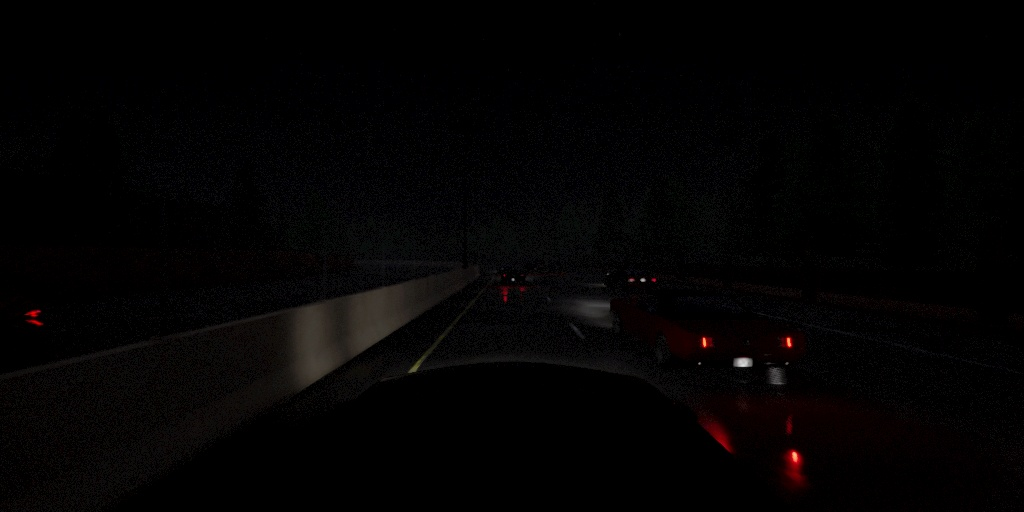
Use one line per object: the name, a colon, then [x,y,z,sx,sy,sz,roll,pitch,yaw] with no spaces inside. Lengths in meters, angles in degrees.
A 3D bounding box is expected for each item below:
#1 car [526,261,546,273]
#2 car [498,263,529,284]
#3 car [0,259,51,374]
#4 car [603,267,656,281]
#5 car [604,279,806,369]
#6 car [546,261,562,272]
car: [2.505,1.387,45.651,1.882,1.535,5.008,0,0,-7]
car: [0.096,1.447,28.125,1.895,1.301,4.718,0,0,0]
car: [-7.094,0.974,2.261,2.150,2.045,5.566,0,0,0]
car: [7.101,1.371,21.943,2.033,1.411,5.357,0,0,0]
car: [3.600,1.373,7.802,1.895,1.301,4.718,0,0,0]
car: [5.436,1.415,49.458,2.128,1.511,4.902,0,0,-9]
